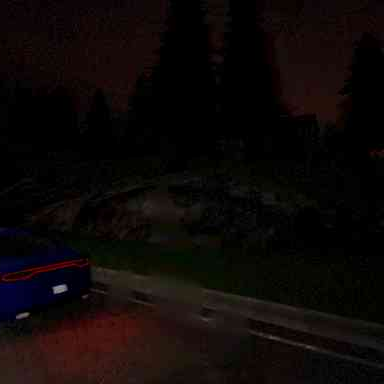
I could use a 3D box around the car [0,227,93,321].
[{"bbox_3d":[-4.217,1.477,7.003,5.008,1.535,1.882,0,0,36],"label":"car"}]
